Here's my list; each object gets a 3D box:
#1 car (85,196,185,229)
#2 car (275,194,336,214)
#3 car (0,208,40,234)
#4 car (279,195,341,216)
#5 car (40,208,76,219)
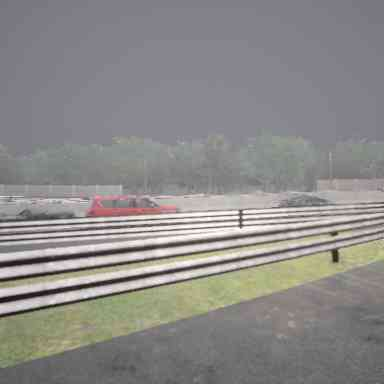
[{"bbox_3d":[-3.246,1.227,19.035,5.566,2.045,2.150,-2,1,-16],"label":"car"},{"bbox_3d":[10.294,1.025,30.226,4.902,1.511,2.128,-2,1,-16],"label":"car"},{"bbox_3d":[-12.407,1.811,20.035,5.357,1.411,2.033,-2,1,-16],"label":"car"},{"bbox_3d":[9.629,1.087,26.393,4.892,1.490,1.837,-2,1,-16],"label":"car"},{"bbox_3d":[-10.899,1.785,24.113,4.718,1.301,1.895,-2,1,-16],"label":"car"}]
